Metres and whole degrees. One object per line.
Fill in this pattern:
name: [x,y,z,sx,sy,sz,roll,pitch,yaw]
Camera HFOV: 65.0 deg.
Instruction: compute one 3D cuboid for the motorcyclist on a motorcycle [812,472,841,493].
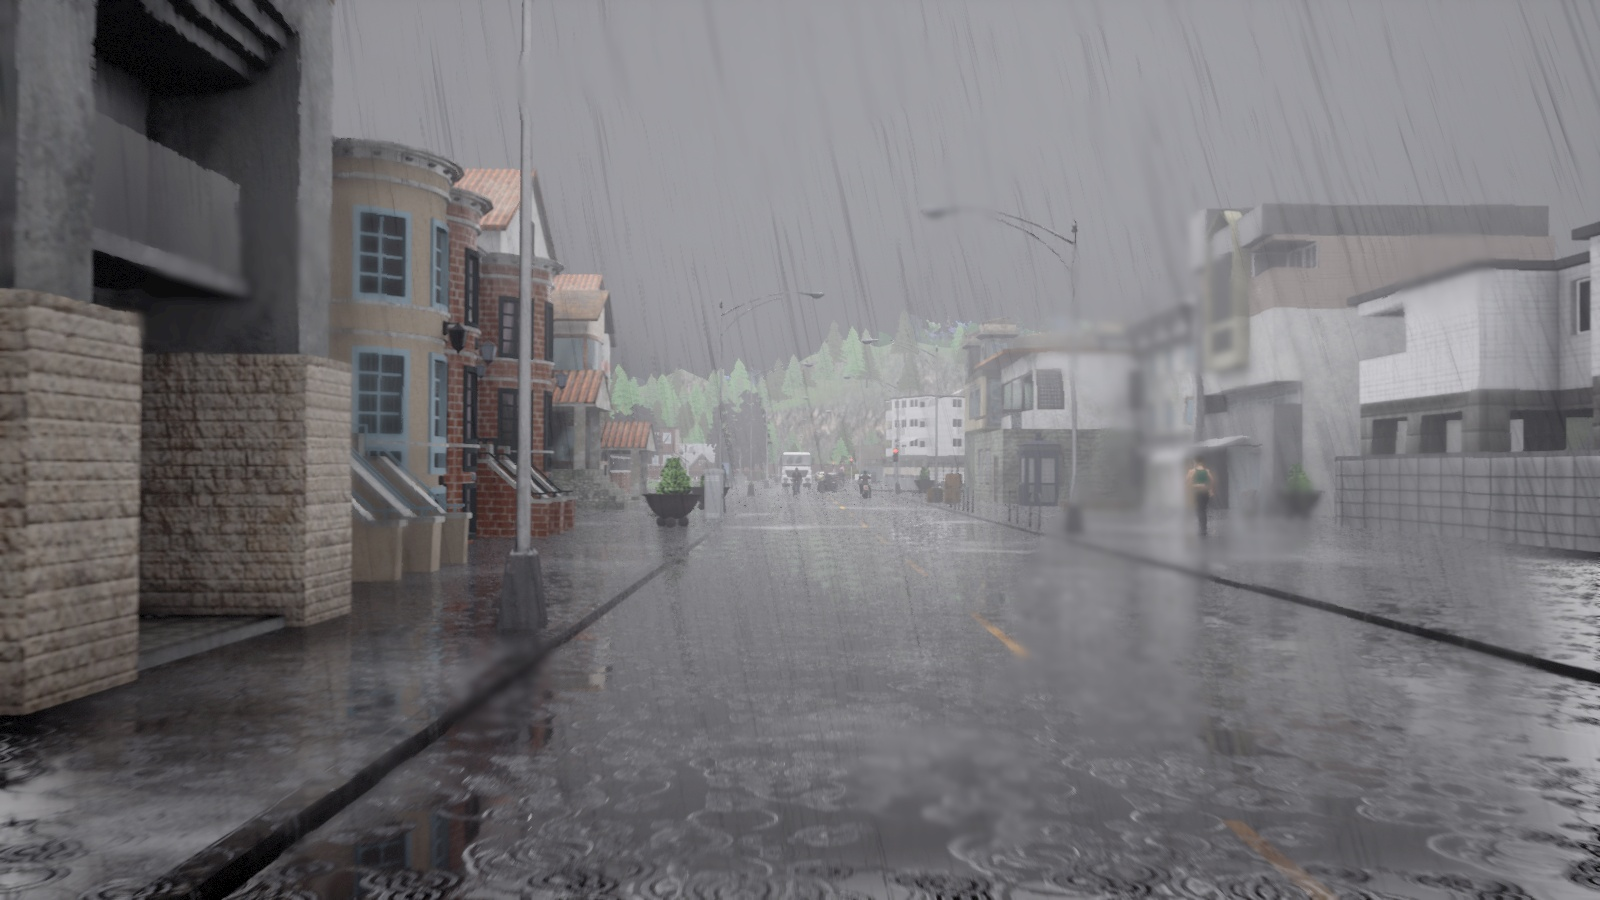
motorcyclist on a motorcycle: [1.945,2.380,91.861,0.866,1.530,2.191,0,0,40]
